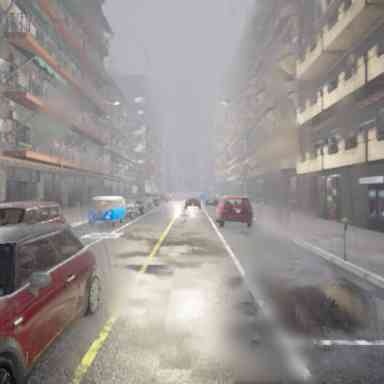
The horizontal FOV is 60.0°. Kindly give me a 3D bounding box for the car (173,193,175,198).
[{"bbox_3d":[-5.284,0.876,72.029,1.967,1.590,4.097,1,0,0],"label":"car"}]

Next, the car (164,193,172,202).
[{"bbox_3d":[-5.287,0.963,60.687,1.967,1.590,4.097,1,0,0],"label":"car"}]

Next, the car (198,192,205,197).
[{"bbox_3d":[2.601,0.788,94.909,1.752,1.417,4.829,1,0,0],"label":"car"}]

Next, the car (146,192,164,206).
[{"bbox_3d":[-5.291,0.969,43.674,2.192,1.841,5.009,1,0,0],"label":"car"}]

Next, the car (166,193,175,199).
[{"bbox_3d":[-5.282,0.900,83.371,2.008,1.369,4.403,1,0,0],"label":"car"}]

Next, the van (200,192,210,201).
[{"bbox_3d":[2.596,0.820,66.385,1.690,1.788,3.998,1,0,0],"label":"van"}]

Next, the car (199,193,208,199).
[{"bbox_3d":[2.596,0.937,77.727,1.887,1.381,4.507,1,0,0],"label":"car"}]

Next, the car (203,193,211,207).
[{"bbox_3d":[2.587,1.220,43.704,1.947,1.339,4.313,1,0,0],"label":"car"}]

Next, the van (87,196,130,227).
[{"bbox_3d":[-5.297,1.174,20.992,1.690,1.788,3.998,1,0,0],"label":"van"}]

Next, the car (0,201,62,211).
[{"bbox_3d":[-5.300,1.237,9.650,2.192,1.841,5.009,1,0,0],"label":"car"}]

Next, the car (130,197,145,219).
[{"bbox_3d":[-5.298,1.338,26.663,2.008,1.369,4.403,1,0,0],"label":"car"}]

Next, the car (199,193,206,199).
[{"bbox_3d":[2.598,0.874,83.568,1.752,1.417,4.829,1,0,0],"label":"car"}]

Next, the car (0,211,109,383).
[{"bbox_3d":[-2.748,1.317,4.300,2.097,1.767,4.553,0,0,0],"label":"car"}]

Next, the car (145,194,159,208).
[{"bbox_3d":[-5.295,1.249,38.005,2.008,1.369,4.403,1,0,0],"label":"car"}]

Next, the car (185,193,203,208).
[{"bbox_3d":[0.112,1.206,40.323,1.812,1.442,4.674,0,0,0],"label":"car"}]

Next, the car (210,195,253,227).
[{"bbox_3d":[2.583,1.148,21.019,2.192,1.841,5.009,1,0,0],"label":"car"}]

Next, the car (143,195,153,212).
[{"bbox_3d":[-5.297,1.309,32.335,1.947,1.339,4.313,1,0,0],"label":"car"}]

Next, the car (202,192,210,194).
[{"bbox_3d":[2.588,1.161,49.374,2.008,1.369,4.403,1,0,0],"label":"car"}]

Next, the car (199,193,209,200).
[{"bbox_3d":[2.595,1.002,72.057,1.947,1.339,4.313,1,0,0],"label":"car"}]
